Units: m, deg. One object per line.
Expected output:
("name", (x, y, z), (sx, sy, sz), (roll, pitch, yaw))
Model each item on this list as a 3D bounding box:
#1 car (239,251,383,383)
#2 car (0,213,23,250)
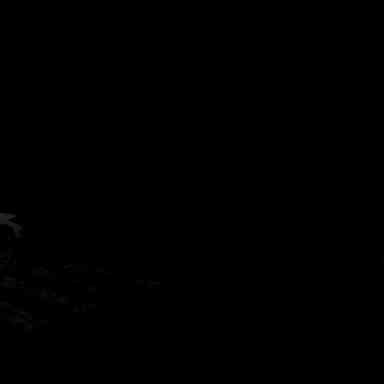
("car", (2.227, 1.537, 3.652), (2.163, 1.488, 4.792), (0, 0, 35))
("car", (-9.005, 1.156, 11.645), (2.435, 2.045, 5.566), (1, 0, 35))
